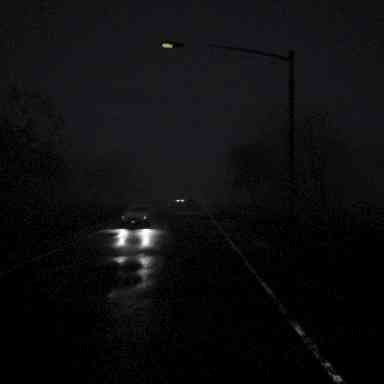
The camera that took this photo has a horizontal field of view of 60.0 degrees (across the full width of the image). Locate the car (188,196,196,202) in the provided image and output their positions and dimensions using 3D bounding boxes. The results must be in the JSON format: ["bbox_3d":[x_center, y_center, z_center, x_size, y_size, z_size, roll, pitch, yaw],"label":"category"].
[{"bbox_3d":[0.018,1.710,81.557,1.895,1.301,4.718,0,0,0],"label":"car"}]

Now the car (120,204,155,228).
[{"bbox_3d":[-3.577,1.545,22.600,1.812,1.442,4.674,0,0,0],"label":"car"}]

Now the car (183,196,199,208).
[{"bbox_3d":[0.109,1.600,50.349,2.033,1.411,5.357,0,0,0],"label":"car"}]
